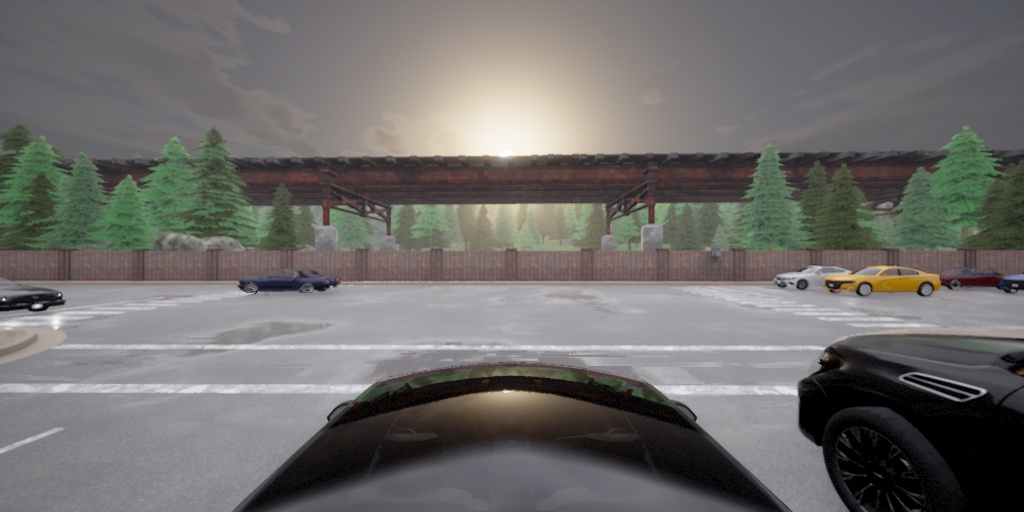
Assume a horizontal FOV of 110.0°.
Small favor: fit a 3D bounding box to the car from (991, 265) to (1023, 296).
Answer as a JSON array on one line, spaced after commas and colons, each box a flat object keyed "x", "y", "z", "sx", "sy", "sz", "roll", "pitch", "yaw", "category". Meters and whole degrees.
[{"x": 28.971, "y": 1.285, "z": 18.845, "sx": 5.008, "sy": 1.535, "sz": 1.882, "roll": 0, "pitch": 0, "yaw": 1, "category": "car"}]

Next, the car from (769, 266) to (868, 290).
[{"x": 19.058, "y": 1.346, "z": 22.440, "sx": 4.674, "sy": 1.442, "sz": 1.812, "roll": 0, "pitch": 0, "yaw": 1, "category": "car"}]

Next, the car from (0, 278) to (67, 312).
[{"x": -18.898, "y": 1.333, "z": 12.261, "sx": 5.357, "sy": 1.411, "sz": 2.033, "roll": 0, "pitch": 0, "yaw": 0, "category": "car"}]

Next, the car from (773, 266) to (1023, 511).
[{"x": 3.601, "y": 0.968, "z": 0.777, "sx": 2.150, "sy": 2.045, "sz": 5.566, "roll": 0, "pitch": 0, "yaw": 0, "category": "car"}]

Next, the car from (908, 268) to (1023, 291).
[{"x": 28.116, "y": 1.421, "z": 22.354, "sx": 4.718, "sy": 1.301, "sz": 1.895, "roll": 0, "pitch": 0, "yaw": 1, "category": "car"}]

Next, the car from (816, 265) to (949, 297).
[{"x": 19.408, "y": 1.286, "z": 18.954, "sx": 5.008, "sy": 1.535, "sz": 1.882, "roll": 0, "pitch": 0, "yaw": 1, "category": "car"}]

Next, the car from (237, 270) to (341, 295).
[{"x": -12.157, "y": 1.411, "z": 19.675, "sx": 4.718, "sy": 1.301, "sz": 1.895, "roll": 0, "pitch": 0, "yaw": -2, "category": "car"}]
